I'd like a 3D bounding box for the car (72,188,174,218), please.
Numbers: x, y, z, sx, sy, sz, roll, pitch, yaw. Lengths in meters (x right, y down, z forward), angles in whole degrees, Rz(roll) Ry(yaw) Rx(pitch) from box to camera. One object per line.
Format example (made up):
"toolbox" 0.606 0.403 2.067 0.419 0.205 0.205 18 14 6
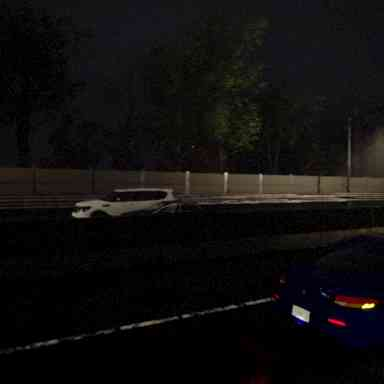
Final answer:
"car" -3.442 0.815 17.846 5.566 2.045 2.150 0 1 -28

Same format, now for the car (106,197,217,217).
"car" -1.101 1.158 15.131 4.902 1.511 2.128 0 1 -28

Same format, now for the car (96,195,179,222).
"car" -3.536 0.988 21.759 5.008 1.535 1.882 0 1 -28

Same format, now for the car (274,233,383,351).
"car" 3.472 1.427 5.451 4.674 1.442 1.812 0 1 -28
